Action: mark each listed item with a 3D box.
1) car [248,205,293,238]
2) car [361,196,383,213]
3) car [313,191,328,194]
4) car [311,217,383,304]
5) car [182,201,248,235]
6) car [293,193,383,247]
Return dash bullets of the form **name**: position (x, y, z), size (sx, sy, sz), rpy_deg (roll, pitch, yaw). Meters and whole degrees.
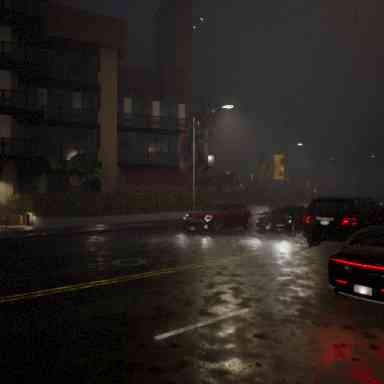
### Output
- **car**: position (5.272, 1.495, 17.994), size (1.837, 1.490, 4.892), rpy_deg (0, 0, 42)
- **car**: position (20.938, 1.336, 37.879), size (2.097, 1.767, 4.553), rpy_deg (0, 0, 16)
- **car**: position (34.339, 1.210, 86.109), size (2.185, 1.767, 4.553), rpy_deg (0, 0, -24)
- **car**: position (4.853, 1.501, 7.507), size (4.892, 1.490, 1.837), rpy_deg (0, 0, -41)
- **car**: position (1.527, 1.339, 19.095), size (2.097, 1.767, 4.553), rpy_deg (0, 0, 42)
- **car**: position (6.692, 1.215, 14.043), size (2.150, 2.045, 5.566), rpy_deg (0, 0, 44)
